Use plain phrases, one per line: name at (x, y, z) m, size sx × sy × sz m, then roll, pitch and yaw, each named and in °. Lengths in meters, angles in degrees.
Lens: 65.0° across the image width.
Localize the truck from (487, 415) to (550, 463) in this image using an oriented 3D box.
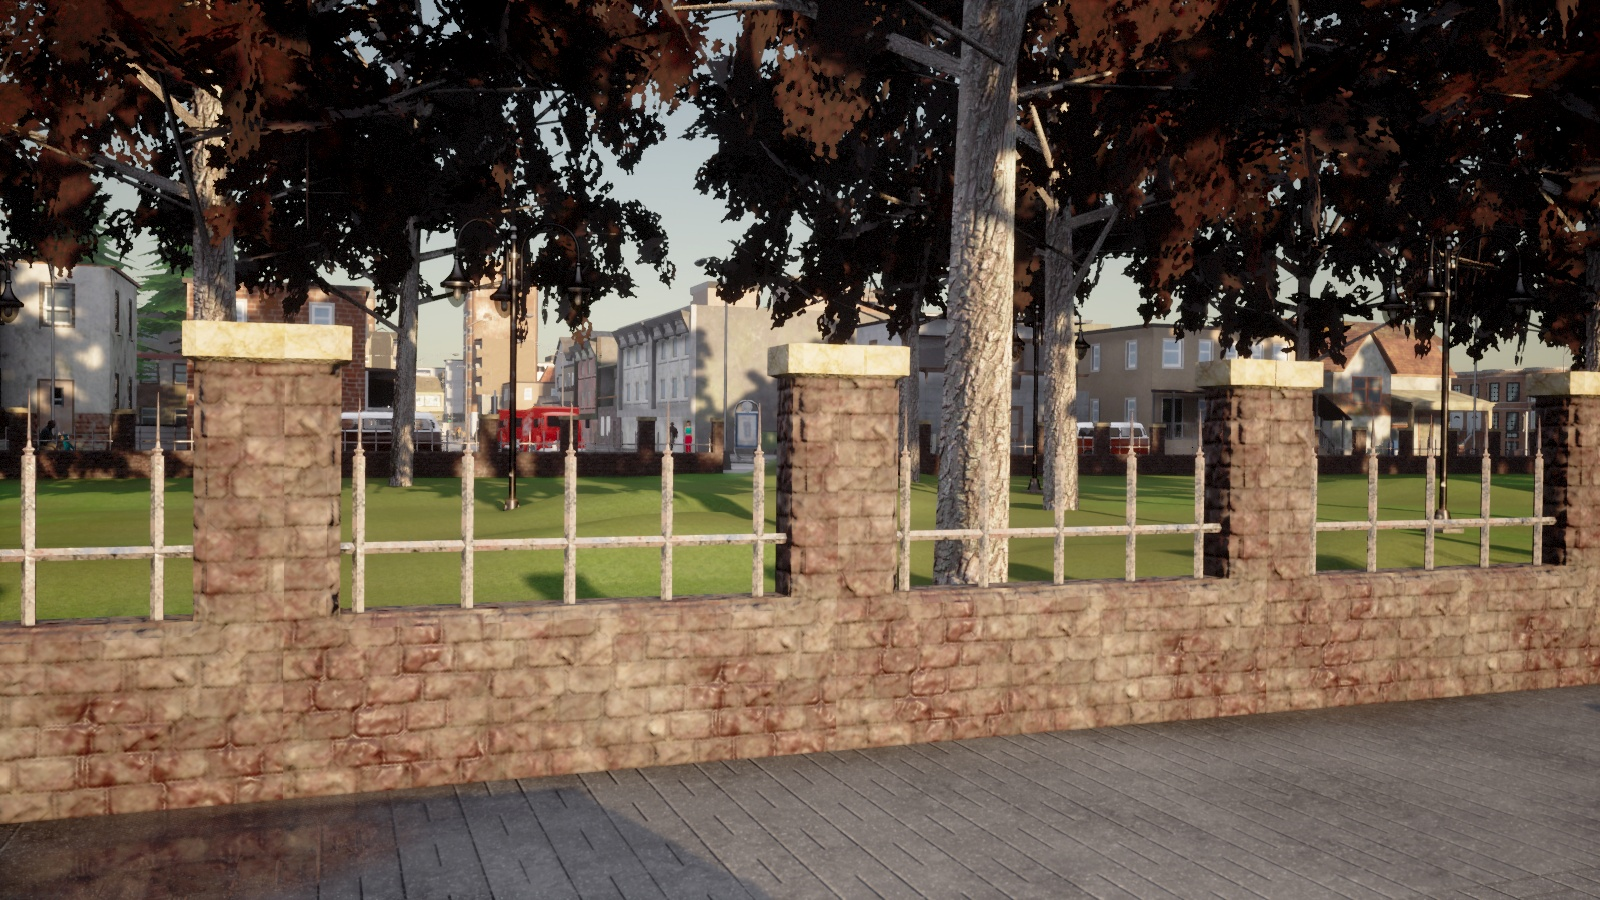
truck at (-15.357, -0.638, 68.280) m, size 2.627 × 2.467 × 5.204 m, roll -1°, pitch 1°, yaw -21°

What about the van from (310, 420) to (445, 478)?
van at (-15.584, -0.064, 46.326) m, size 4.480 × 2.038 × 2.069 m, roll -1°, pitch 1°, yaw -24°

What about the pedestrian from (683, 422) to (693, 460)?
pedestrian at (-5.517, -0.440, 61.904) m, size 0.345 × 1.836 × 0.594 m, roll 0°, pitch 1°, yaw 11°

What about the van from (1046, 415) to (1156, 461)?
van at (13.751, -0.562, 57.438) m, size 4.480 × 2.038 × 2.069 m, roll -1°, pitch 1°, yaw -21°

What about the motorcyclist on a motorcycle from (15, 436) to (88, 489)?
motorcyclist on a motorcycle at (-23.256, 0.367, 39.053) m, size 1.817 × 1.590 × 0.866 m, roll -1°, pitch 1°, yaw -22°

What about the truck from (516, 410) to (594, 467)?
truck at (-11.292, -0.484, 57.554) m, size 2.627 × 2.467 × 5.204 m, roll -1°, pitch 0°, yaw -21°
